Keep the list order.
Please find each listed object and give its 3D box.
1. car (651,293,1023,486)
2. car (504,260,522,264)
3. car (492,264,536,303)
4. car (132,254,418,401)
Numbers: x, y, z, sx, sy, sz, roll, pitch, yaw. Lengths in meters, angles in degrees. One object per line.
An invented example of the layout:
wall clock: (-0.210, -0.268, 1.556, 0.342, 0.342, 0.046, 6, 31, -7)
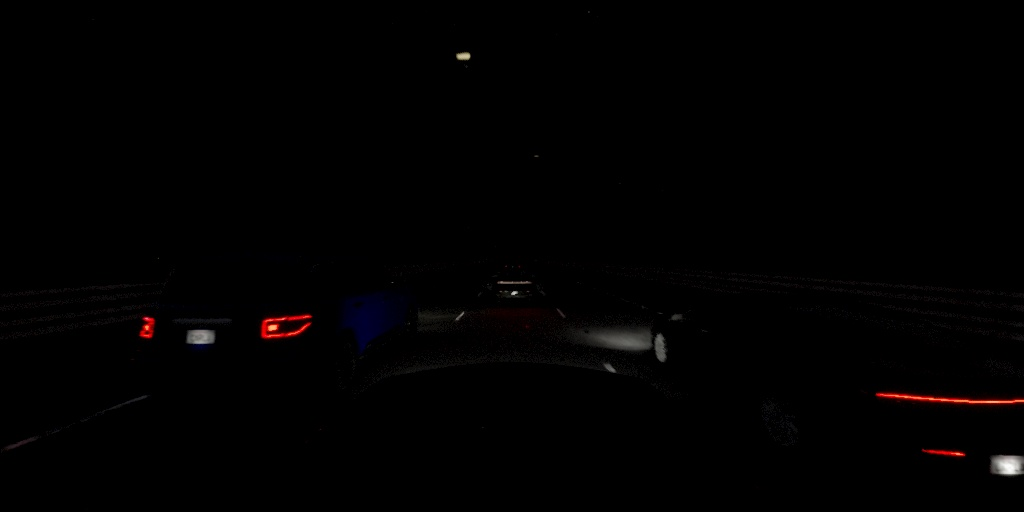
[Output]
car: (3.596, 1.268, 5.015, 1.837, 1.490, 4.892, 0, 0, 0)
car: (0.094, 1.266, 43.625, 2.097, 1.767, 4.553, 0, 0, 0)
car: (0.097, 1.301, 16.951, 2.128, 1.511, 4.902, 0, 0, 0)
car: (-3.416, 0.990, 6.622, 2.150, 2.045, 5.566, 0, 0, 0)
